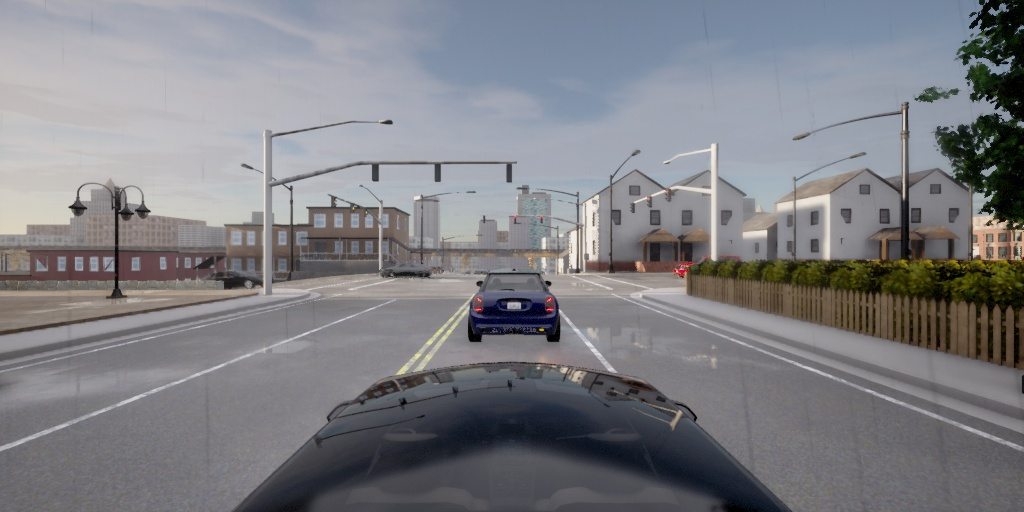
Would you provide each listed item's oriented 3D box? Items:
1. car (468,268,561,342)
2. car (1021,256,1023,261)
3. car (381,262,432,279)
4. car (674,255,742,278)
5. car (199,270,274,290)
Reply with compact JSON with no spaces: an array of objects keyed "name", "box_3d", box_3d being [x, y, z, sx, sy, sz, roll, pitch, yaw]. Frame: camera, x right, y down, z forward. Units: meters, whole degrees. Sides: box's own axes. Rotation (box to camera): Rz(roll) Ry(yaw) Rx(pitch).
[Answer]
[{"name":"car","box_3d":[0.055,1.102,9.942,2.097,1.767,4.553,0,0,0]},{"name":"car","box_3d":[42.784,0.971,27.774,5.566,2.045,2.150,0,0,-1]},{"name":"car","box_3d":[-8.975,1.243,30.629,4.181,1.385,1.994,0,0,-1]},{"name":"car","box_3d":[17.039,0.969,31.060,5.566,2.045,2.150,0,0,-1]},{"name":"car","box_3d":[-20.509,1.789,26.749,4.892,1.490,1.837,-5,0,-1]}]
